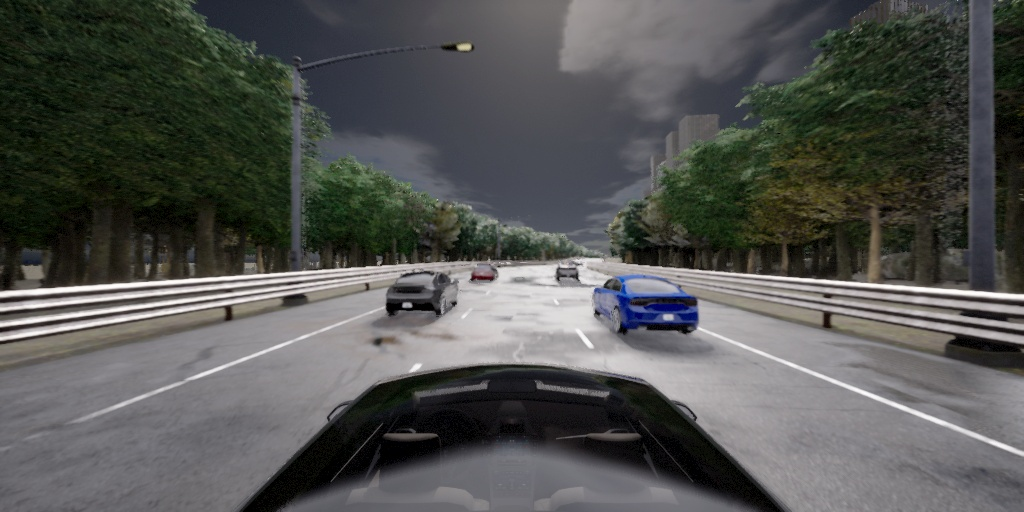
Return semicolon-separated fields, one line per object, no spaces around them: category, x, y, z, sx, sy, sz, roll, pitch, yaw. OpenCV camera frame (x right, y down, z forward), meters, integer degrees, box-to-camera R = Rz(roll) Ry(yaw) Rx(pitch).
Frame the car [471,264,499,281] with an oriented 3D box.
car;-2.309;1.400;31.256;1.994;1.385;4.181;0;0;4

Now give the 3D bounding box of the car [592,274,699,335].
car;3.726;1.293;10.892;1.882;1.535;5.008;0;0;1

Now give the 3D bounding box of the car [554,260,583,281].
car;4.683;1.343;30.960;2.128;1.511;4.902;0;0;4

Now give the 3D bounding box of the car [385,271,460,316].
car;-3.203;1.307;13.593;1.837;1.490;4.892;0;0;1
